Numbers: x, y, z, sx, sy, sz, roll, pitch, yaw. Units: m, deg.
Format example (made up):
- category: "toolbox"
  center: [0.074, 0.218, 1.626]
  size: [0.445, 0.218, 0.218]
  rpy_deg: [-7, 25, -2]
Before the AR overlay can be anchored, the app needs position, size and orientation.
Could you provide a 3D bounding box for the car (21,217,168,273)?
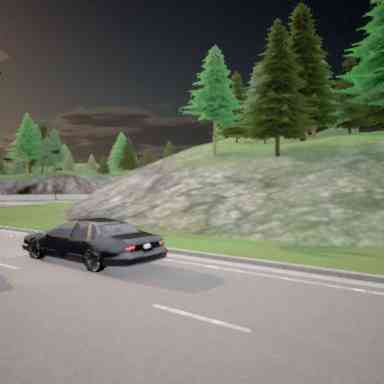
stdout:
- category: "car"
  center: [-3.263, 1.517, 10.584]
  size: [5.357, 1.411, 2.033]
  rpy_deg: [0, 0, 36]
